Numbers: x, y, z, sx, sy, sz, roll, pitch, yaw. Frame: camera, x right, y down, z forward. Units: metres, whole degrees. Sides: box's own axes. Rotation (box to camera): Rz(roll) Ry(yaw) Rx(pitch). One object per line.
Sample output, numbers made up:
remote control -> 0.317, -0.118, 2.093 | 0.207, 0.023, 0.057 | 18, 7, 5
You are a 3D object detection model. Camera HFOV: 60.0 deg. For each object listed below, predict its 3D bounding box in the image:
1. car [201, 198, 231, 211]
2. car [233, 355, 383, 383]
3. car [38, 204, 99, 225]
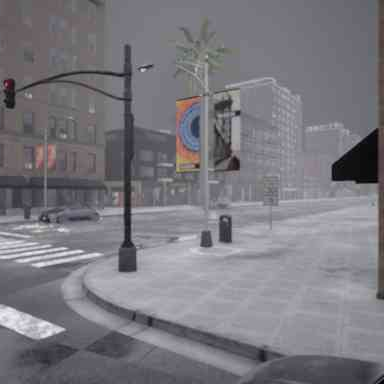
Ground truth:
car -> 3.015, 1.551, 40.840 | 1.837, 1.490, 4.892 | 0, 0, 35
car -> 2.032, 1.551, 1.400 | 4.403, 1.369, 2.008 | 0, 0, 35
car -> -8.814, 1.570, 24.069 | 1.994, 1.385, 4.181 | 0, 0, 35
